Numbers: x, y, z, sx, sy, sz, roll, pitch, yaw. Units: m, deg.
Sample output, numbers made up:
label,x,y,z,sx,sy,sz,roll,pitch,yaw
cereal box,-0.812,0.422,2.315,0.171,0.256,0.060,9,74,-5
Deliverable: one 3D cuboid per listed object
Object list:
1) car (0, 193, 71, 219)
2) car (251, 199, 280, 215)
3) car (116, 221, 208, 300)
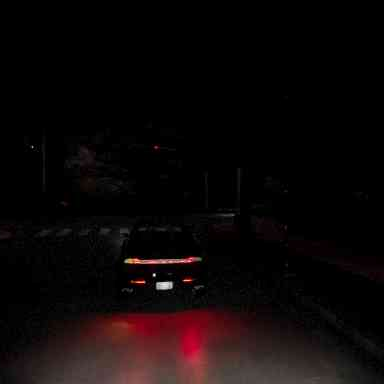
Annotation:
label,x,y,z,sx,sy,sz,roll,pitch,yaw
car,-12.645,1.069,26.672,5.566,2.045,2.150,0,0,-12
car,7.274,1.369,31.060,4.674,1.442,1.812,0,0,-12
car,-0.841,1.492,8.461,2.128,1.511,4.902,0,0,-8
